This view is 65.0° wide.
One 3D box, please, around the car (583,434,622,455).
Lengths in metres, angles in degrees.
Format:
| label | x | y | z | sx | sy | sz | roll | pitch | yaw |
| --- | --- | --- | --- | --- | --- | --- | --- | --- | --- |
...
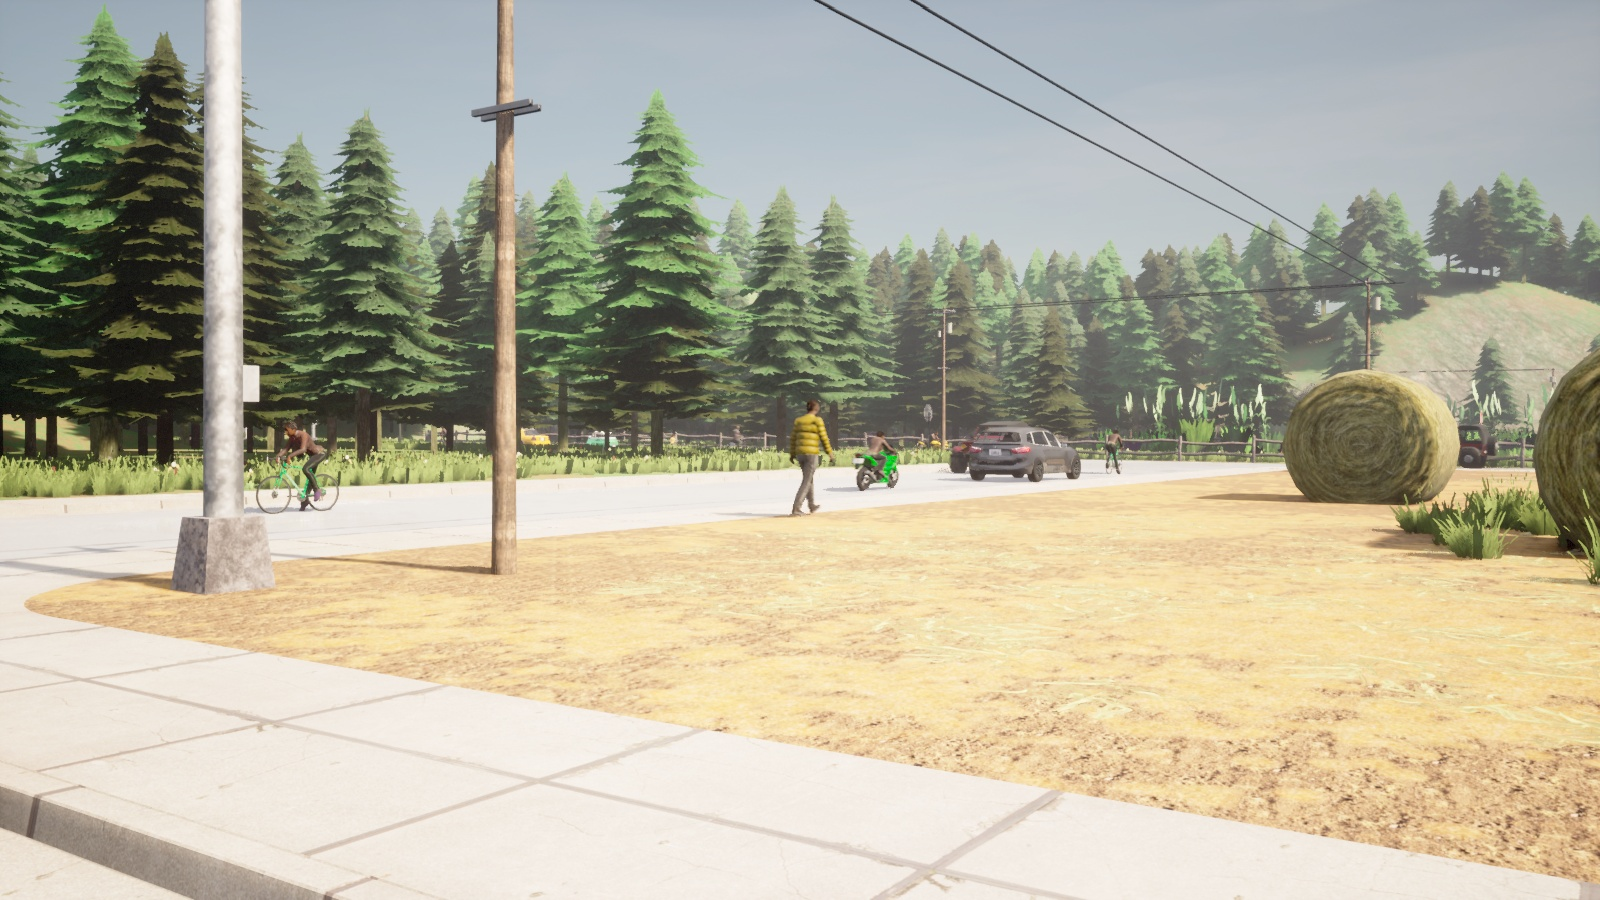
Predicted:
| label | x | y | z | sx | sy | sz | roll | pitch | yaw |
| --- | --- | --- | --- | --- | --- | --- | --- | --- | --- |
| car | -13.387 | -0.368 | 85.085 | 2.207 | 1.376 | 1.481 | 0 | 1 | 36 |

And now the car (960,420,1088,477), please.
| label | x | y | z | sx | sy | sz | roll | pitch | yaw |
| --- | --- | --- | --- | --- | --- | --- | --- | --- | --- |
| car | 7.062 | -0.090 | 39.193 | 2.242 | 1.667 | 4.611 | 0 | 1 | 34 |

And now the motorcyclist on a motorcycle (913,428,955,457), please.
| label | x | y | z | sx | sy | sz | roll | pitch | yaw |
| --- | --- | --- | --- | --- | --- | --- | --- | --- | --- |
| motorcyclist on a motorcycle | 7.019 | -0.400 | 65.786 | 2.044 | 1.523 | 0.797 | 0 | 1 | 37 |

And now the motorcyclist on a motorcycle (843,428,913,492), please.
| label | x | y | z | sx | sy | sz | roll | pitch | yaw |
| --- | --- | --- | --- | --- | --- | --- | --- | --- | --- |
| motorcyclist on a motorcycle | 1.998 | 0.226 | 31.864 | 0.797 | 1.523 | 2.044 | 0 | 2 | 35 |

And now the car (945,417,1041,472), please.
| label | x | y | z | sx | sy | sz | roll | pitch | yaw |
| --- | --- | --- | --- | --- | --- | --- | --- | --- | --- |
| car | 6.998 | -0.232 | 45.254 | 1.905 | 1.878 | 3.866 | 0 | 1 | 35 |

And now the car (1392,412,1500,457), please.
| label | x | y | z | sx | sy | sz | roll | pitch | yaw |
| --- | --- | --- | --- | --- | --- | --- | --- | --- | --- |
| car | 27.880 | -0.663 | 54.230 | 3.866 | 1.878 | 1.905 | 0 | 1 | 37 |

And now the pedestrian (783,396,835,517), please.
| label | x | y | z | sx | sy | sz | roll | pitch | yaw |
| --- | --- | --- | --- | --- | --- | --- | --- | --- | --- |
| pedestrian | 0.139 | 0.090 | 19.490 | 0.431 | 1.840 | 0.709 | 0 | 1 | 40 |

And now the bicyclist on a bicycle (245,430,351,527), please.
| label | x | y | z | sx | sy | sz | roll | pitch | yaw |
| --- | --- | --- | --- | --- | --- | --- | --- | --- | --- |
| bicyclist on a bicycle | -8.881 | 0.477 | 22.268 | 0.582 | 1.620 | 1.656 | 0 | 1 | 35 |

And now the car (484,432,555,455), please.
| label | x | y | z | sx | sy | sz | roll | pitch | yaw |
| --- | --- | --- | --- | --- | --- | --- | --- | --- | --- |
| car | -20.107 | -0.477 | 89.932 | 5.366 | 1.575 | 1.801 | 0 | 1 | 36 |
